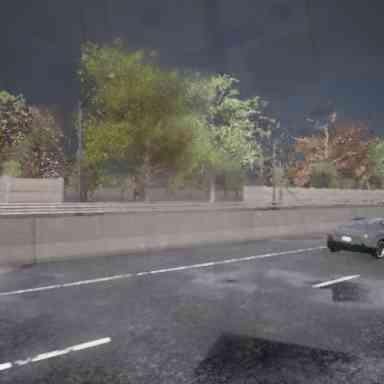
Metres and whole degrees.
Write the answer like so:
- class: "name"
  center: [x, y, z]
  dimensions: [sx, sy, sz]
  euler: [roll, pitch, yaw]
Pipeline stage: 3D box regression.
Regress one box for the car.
- class: "car"
  center: [7.322, 1.711, 13.360]
  dimensions: [4.181, 1.385, 1.994]
  euler: [1, 0, -35]
